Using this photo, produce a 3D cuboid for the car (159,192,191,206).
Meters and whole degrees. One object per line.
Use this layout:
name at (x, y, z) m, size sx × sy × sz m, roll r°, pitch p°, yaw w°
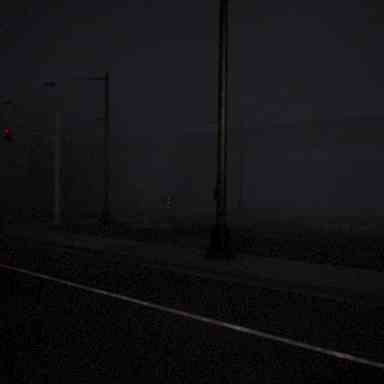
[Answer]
car at (-2.455, 1.027, 50.281) m, size 2.150 × 2.045 × 5.566 m, roll 0°, pitch 0°, yaw 40°
